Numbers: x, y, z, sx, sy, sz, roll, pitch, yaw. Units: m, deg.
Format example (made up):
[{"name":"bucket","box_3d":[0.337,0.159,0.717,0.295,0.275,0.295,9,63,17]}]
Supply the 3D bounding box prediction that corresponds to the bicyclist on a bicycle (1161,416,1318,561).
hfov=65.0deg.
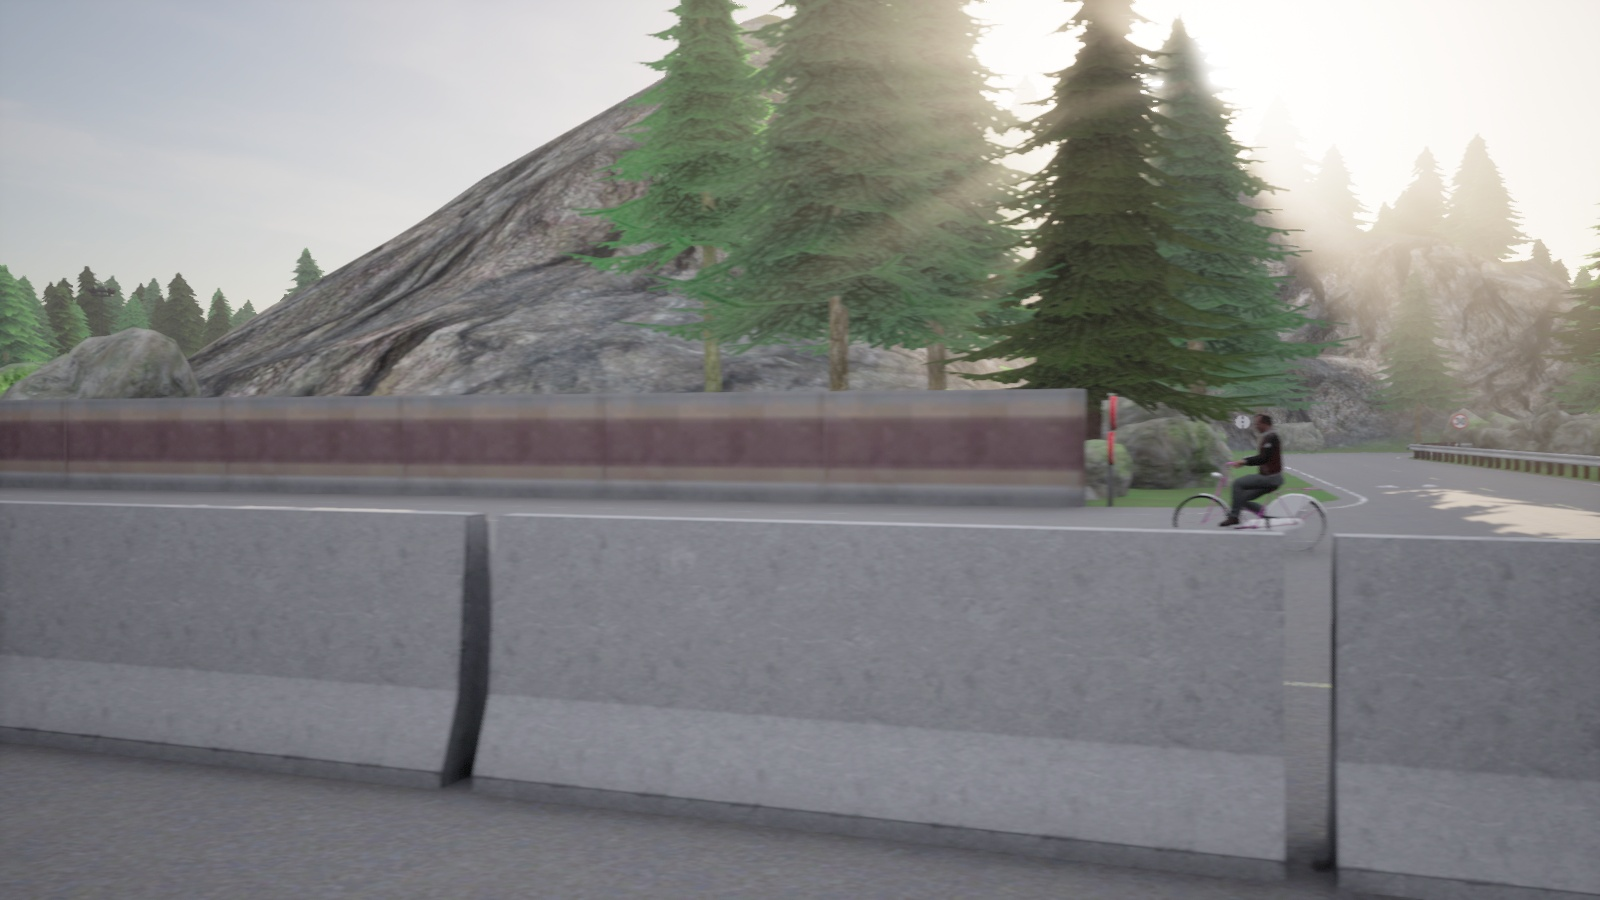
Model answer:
[{"name":"bicyclist on a bicycle","box_3d":[5.605,0.460,16.075,1.843,1.776,0.659,1,1,19]}]
